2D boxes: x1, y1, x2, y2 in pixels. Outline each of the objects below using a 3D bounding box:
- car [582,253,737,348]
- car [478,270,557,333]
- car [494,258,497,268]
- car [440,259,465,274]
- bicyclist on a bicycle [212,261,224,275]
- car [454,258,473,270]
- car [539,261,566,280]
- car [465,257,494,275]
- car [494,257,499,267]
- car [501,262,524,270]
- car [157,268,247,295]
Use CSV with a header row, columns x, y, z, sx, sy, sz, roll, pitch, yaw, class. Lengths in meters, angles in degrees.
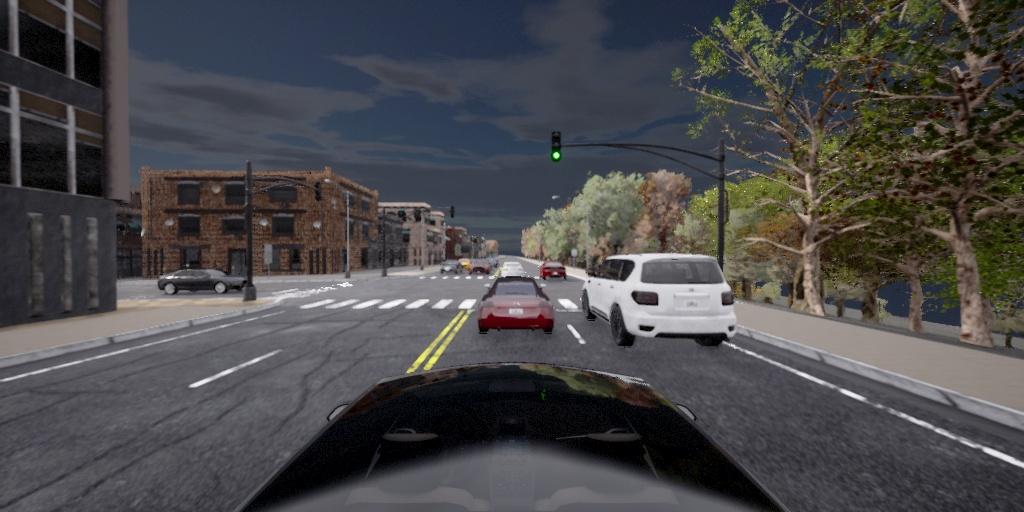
x,y,z,sx,sy,sz,roll,pitch,yaw,class
3.345,0.956,9.354,2.150,2.045,5.566,0,0,0,car
0.098,1.295,10.627,1.994,1.385,4.181,0,0,0,car
-3.393,1.257,47.228,1.895,1.301,4.718,0,0,0,car
-6.617,1.163,39.568,2.128,1.511,4.902,0,0,1,car
-24.970,1.285,30.327,0.582,1.620,1.656,-1,1,-1,bicyclist on a bicycle
-6.644,1.129,49.708,1.882,1.535,5.008,0,0,0,car
3.340,1.167,30.090,1.882,1.535,5.008,0,0,0,car
-3.374,1.026,38.265,2.097,1.767,4.553,0,0,0,car
-3.370,0.988,57.161,2.097,1.767,4.553,0,0,0,car
0.077,1.215,30.411,1.812,1.442,4.674,0,0,0,car
-18.499,1.494,21.748,4.892,1.490,1.837,-1,1,-2,car
